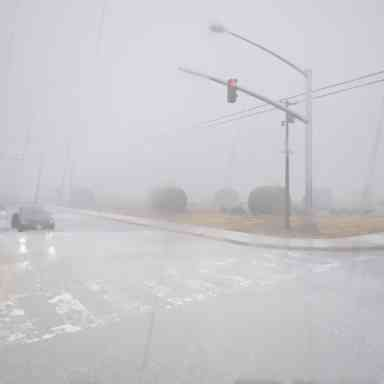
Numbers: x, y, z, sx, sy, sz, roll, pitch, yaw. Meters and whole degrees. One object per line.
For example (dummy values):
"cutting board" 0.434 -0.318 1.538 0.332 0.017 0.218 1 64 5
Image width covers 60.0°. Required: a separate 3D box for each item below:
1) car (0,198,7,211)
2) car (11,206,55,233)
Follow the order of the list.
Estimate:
"car" -23.736 1.420 40.315 1.812 1.442 4.674 0 0 -35
"car" -9.583 1.583 19.896 1.812 1.442 4.674 0 1 -35
